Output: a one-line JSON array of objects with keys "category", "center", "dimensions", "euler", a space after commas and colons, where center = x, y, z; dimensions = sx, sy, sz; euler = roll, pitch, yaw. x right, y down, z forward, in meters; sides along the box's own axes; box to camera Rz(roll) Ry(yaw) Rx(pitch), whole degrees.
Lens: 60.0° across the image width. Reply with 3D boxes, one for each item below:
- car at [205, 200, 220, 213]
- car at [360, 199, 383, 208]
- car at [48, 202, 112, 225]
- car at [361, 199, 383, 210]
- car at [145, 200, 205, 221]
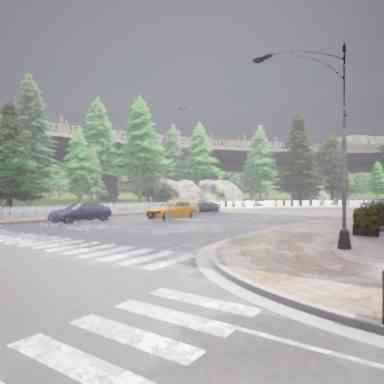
[{"category": "car", "center": [0.810, 1.506, 33.678], "dimensions": [4.181, 1.385, 1.994], "euler": [0, 0, -39]}, {"category": "car", "center": [21.698, 1.507, 38.314], "dimensions": [4.181, 1.385, 1.994], "euler": [0, 0, -1]}, {"category": "car", "center": [-7.930, 1.469, 23.909], "dimensions": [1.812, 1.442, 4.674], "euler": [0, 0, 38]}, {"category": "car", "center": [24.142, 1.544, 41.818], "dimensions": [4.718, 1.301, 1.895], "euler": [0, 0, 2]}, {"category": "car", "center": [-1.502, 1.420, 26.546], "dimensions": [1.882, 1.535, 5.008], "euler": [0, 0, 40]}]
